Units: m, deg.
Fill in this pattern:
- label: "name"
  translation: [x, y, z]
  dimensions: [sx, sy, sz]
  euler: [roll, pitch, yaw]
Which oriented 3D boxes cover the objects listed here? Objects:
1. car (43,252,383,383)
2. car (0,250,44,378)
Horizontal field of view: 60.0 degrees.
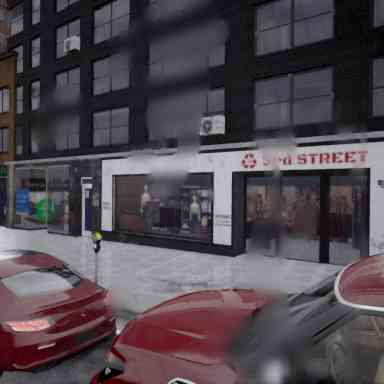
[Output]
- label: "car"
  translation: [1.588, 1.315, 1.941]
  dimensions: [5.009, 1.841, 2.192]
  euler: [0, 1, 35]
- label: "car"
  translation: [-2.965, 1.580, 5.176]
  dimensions: [4.206, 1.307, 1.802]
  euler: [0, 1, 35]
